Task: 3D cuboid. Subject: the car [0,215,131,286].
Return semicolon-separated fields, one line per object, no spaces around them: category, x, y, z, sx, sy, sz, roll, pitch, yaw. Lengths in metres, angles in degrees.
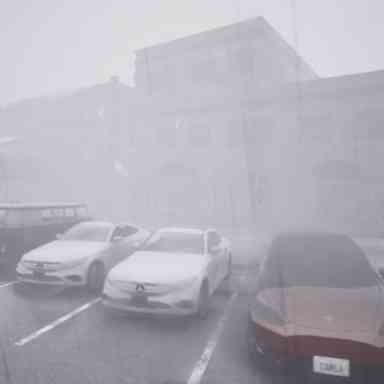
car;-2.630;1.542;9.321;2.002;1.452;4.674;0;-1;15

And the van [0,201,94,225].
van;-4.998;1.301;11.131;1.878;1.987;4.442;-1;-1;15

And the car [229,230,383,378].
car;2.140;1.504;5.894;2.163;1.488;4.792;0;-1;15

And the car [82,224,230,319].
car;-0.233;1.524;7.620;2.002;1.452;4.674;0;-1;15
